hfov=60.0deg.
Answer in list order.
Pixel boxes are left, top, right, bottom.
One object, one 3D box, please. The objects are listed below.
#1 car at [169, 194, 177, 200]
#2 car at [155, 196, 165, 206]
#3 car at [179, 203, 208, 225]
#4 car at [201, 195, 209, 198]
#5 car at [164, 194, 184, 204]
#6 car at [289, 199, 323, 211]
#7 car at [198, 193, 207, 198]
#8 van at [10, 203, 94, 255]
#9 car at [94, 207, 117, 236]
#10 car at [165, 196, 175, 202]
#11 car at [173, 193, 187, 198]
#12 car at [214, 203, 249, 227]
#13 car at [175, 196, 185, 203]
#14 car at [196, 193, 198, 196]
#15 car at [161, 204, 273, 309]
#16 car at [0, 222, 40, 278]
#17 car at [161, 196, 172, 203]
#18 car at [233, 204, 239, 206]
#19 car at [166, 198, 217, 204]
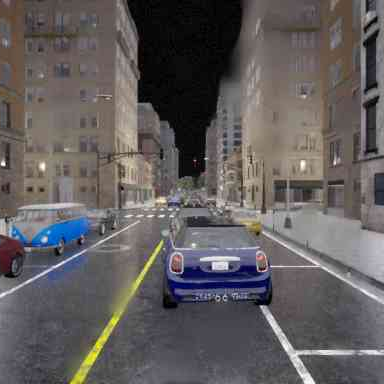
[{"bbox_3d":[-5.118,1.429,90.374,1.967,1.590,4.097,0,0,0],"label":"car"},{"bbox_3d":[-5.221,1.523,56.117,1.752,1.417,4.829,0,0,0],"label":"car"},{"bbox_3d":[0.092,1.563,25.052,1.994,1.385,4.181,0,0,0],"label":"car"},{"bbox_3d":[2.787,1.549,50.583,2.008,1.369,4.403,0,0,0],"label":"car"},{"bbox_3d":[-2.692,1.476,50.462,1.882,1.535,5.008,0,0,0],"label":"car"},{"bbox_3d":[13.705,1.515,38.313,4.718,1.301,1.895,0,0,0],"label":"car"},{"bbox_3d":[2.856,1.434,73.309,1.967,1.590,4.097,0,0,0],"label":"car"},{"bbox_3d":[-5.354,1.340,12.917,1.690,1.788,3.998,0,0,0],"label":"van"},{"bbox_3d":[-5.336,1.550,18.324,2.008,1.369,4.403,0,0,0],"label":"car"},{"bbox_3d":[-5.152,1.543,79.012,2.008,1.369,4.403,0,0,0],"label":"car"},{"bbox_3d":[-2.641,1.219,60.451,2.150,2.045,5.566,0,0,1],"label":"car"},{"bbox_3d":[2.709,1.550,23.707,2.008,1.369,4.403,0,0,0],"label":"car"},{"bbox_3d":[-2.540,1.519,70.556,1.812,1.442,4.674,0,0,0],"label":"car"},{"bbox_3d":[2.890,1.306,84.673,2.192,1.841,5.009,0,0,0],"label":"car"},{"bbox_3d":[0.328,1.352,8.123,2.097,1.767,4.553,0,0,-5],"label":"car"},{"bbox_3d":[-5.371,1.582,7.511,1.802,1.307,4.206,0,0,0],"label":"car"},{"bbox_3d":[-5.186,1.562,67.649,1.947,1.339,4.313,0,0,0],"label":"car"},{"bbox_3d":[2.698,1.525,18.471,1.752,1.417,4.829,0,0,0],"label":"car"},{"bbox_3d":[0.123,1.351,15.390,2.097,1.767,4.553,0,0,0],"label":"car"}]
